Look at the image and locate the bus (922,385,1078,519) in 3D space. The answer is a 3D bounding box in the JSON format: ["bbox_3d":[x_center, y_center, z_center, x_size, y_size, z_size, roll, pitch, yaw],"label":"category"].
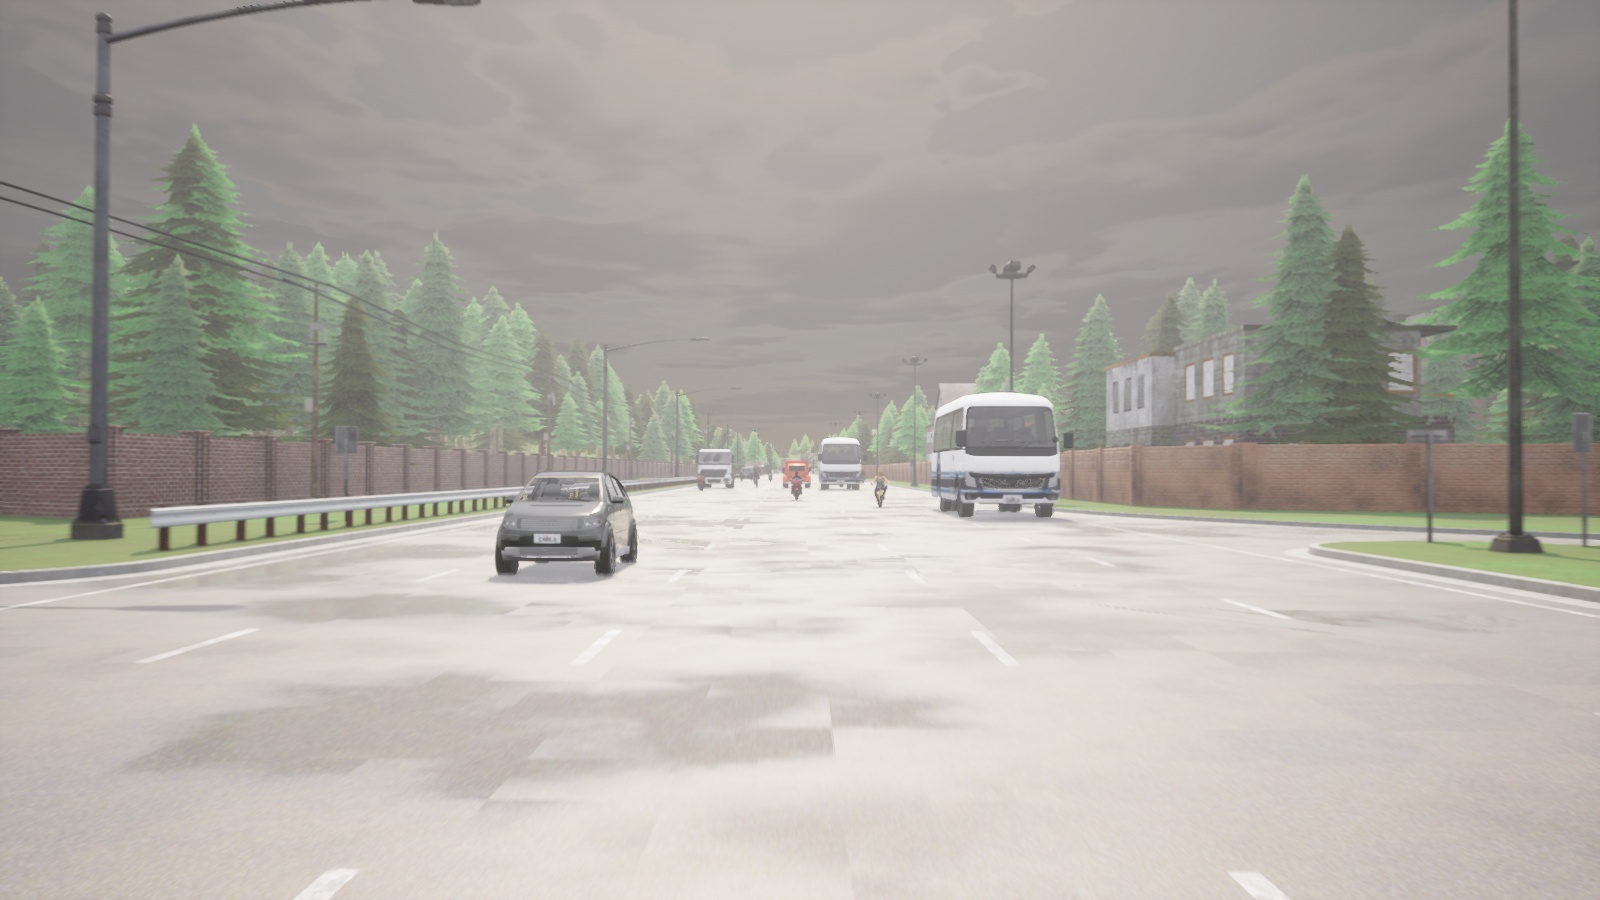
[{"bbox_3d":[6.885,0.148,45.250,3.944,4.253,10.273,0,-1,0],"label":"bus"}]

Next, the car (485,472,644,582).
[{"bbox_3d":[-3.547,1.129,19.571,1.789,1.549,3.705,0,-1,0],"label":"car"}]
